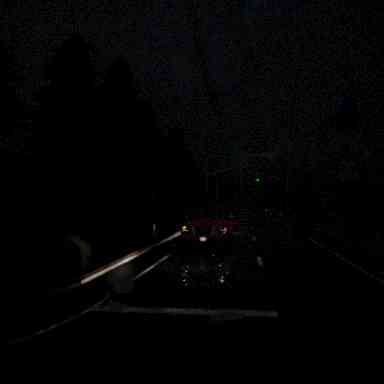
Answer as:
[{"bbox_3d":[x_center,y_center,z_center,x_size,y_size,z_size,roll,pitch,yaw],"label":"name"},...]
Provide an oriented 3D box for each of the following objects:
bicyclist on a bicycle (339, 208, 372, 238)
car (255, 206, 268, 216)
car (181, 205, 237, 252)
[{"bbox_3d":[8.677,1.662,17.651,1.656,1.620,0.582,-2,-2,10],"label":"bicyclist on a bicycle"},{"bbox_3d":[10.444,2.772,49.885,2.033,1.411,5.357,-2,-2,10],"label":"car"},{"bbox_3d":[0.936,1.705,16.809,2.150,2.045,5.566,-1,-2,10],"label":"car"}]
